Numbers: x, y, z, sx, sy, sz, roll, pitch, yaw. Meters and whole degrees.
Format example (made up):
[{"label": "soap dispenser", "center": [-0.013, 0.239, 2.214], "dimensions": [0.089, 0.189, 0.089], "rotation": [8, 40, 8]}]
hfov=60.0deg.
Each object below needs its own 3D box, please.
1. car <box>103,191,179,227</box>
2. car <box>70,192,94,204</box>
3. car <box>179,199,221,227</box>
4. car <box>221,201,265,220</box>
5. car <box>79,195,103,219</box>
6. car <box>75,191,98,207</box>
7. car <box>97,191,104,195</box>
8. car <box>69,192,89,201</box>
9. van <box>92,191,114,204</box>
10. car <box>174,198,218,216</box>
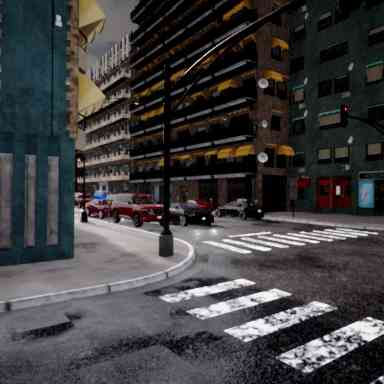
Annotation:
[{"label": "car", "center": [-3.252, 1.033, 20.288], "dimensions": [2.192, 1.841, 5.009], "rotation": [2, 0, -36]}, {"label": "car", "center": [-15.653, 0.822, 47.192], "dimensions": [1.882, 1.535, 5.008], "rotation": [1, 0, -36]}, {"label": "car", "center": [-0.473, 1.320, 20.833], "dimensions": [1.994, 1.385, 4.181], "rotation": [1, 0, -36]}, {"label": "car", "center": [3.553, 1.352, 25.168], "dimensions": [1.947, 1.339, 4.313], "rotation": [2, 0, -36]}, {"label": "car", "center": [-6.524, 1.182, 24.801], "dimensions": [1.887, 1.381, 4.507], "rotation": [2, 0, -36]}, {"label": "car", "center": [-12.085, 0.947, 36.906], "dimensions": [1.882, 1.535, 5.008], "rotation": [1, 1, -36]}, {"label": "car", "center": [-6.054, 0.970, 28.557], "dimensions": [2.097, 1.767, 4.553], "rotation": [1, 0, -36]}, {"label": "car", "center": [-19.304, 0.768, 56.760], "dimensions": [1.887, 1.381, 4.507], "rotation": [2, 0, -36]}, {"label": "van", "center": [-12.769, 0.725, 47.734], "dimensions": [1.690, 1.788, 3.998], "rotation": [2, 0, -36]}, {"label": "car", "center": [0.287, 1.287, 29.681], "dimensions": [1.802, 1.307, 4.206], "rotation": [2, 0, -36]}]
